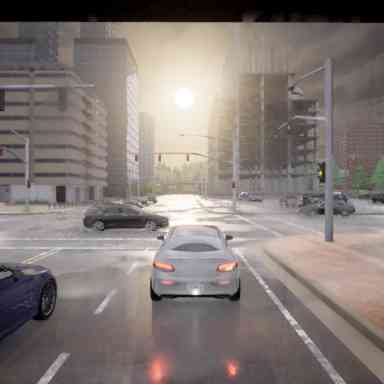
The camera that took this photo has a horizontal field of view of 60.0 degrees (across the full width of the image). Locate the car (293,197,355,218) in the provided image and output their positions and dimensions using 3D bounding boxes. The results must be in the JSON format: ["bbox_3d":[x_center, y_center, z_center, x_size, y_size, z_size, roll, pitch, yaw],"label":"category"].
[{"bbox_3d":[12.107,1.491,30.027,4.902,1.511,2.128,0,0,0],"label":"car"}]

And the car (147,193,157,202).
[{"bbox_3d":[-8.183,1.221,65.841,2.150,2.045,5.566,0,0,-1],"label":"car"}]

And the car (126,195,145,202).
[{"bbox_3d":[-8.074,1.352,44.810,2.097,1.767,4.553,0,0,0],"label":"car"}]

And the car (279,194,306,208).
[{"bbox_3d":[13.077,1.153,44.262,1.932,1.855,4.605,0,0,0],"label":"car"}]

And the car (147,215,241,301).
[{"bbox_3d":[0.073,1.526,8.220,1.812,1.442,4.674,0,0,0],"label":"car"}]

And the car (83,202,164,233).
[{"bbox_3d":[-3.777,1.507,19.262,4.892,1.490,1.837,-1,0,-1],"label":"car"}]

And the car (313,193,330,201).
[{"bbox_3d":[29.877,1.153,76.902,1.932,1.855,4.605,0,0,0],"label":"car"}]

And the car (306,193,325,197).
[{"bbox_3d":[15.972,1.156,44.221,1.905,1.878,3.866,0,0,0],"label":"car"}]

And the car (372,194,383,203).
[{"bbox_3d":[35.496,1.153,61.866,1.932,1.855,4.605,0,0,0],"label":"car"}]

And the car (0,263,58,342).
[{"bbox_3d":[-3.441,1.526,4.346,1.812,1.442,4.674,0,0,0],"label":"car"}]

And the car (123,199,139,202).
[{"bbox_3d":[-6.944,1.564,28.339,1.994,1.385,4.181,0,0,38],"label":"car"}]

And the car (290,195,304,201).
[{"bbox_3d":[24.299,1.395,76.827,1.970,1.475,3.806,0,0,0],"label":"car"}]

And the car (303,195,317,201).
[{"bbox_3d":[27.194,1.364,76.840,1.784,1.438,3.905,0,0,0],"label":"car"}]

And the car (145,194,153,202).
[{"bbox_3d":[-8.148,1.478,55.261,1.882,1.535,5.008,0,0,0],"label":"car"}]

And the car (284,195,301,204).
[{"bbox_3d":[18.599,1.395,61.700,1.970,1.475,3.806,0,0,0],"label":"car"}]
